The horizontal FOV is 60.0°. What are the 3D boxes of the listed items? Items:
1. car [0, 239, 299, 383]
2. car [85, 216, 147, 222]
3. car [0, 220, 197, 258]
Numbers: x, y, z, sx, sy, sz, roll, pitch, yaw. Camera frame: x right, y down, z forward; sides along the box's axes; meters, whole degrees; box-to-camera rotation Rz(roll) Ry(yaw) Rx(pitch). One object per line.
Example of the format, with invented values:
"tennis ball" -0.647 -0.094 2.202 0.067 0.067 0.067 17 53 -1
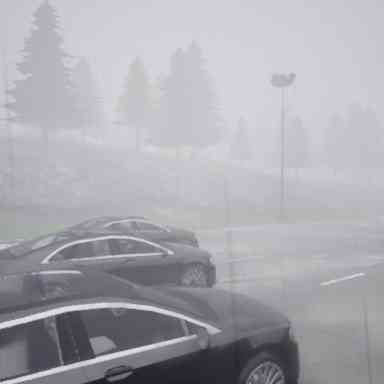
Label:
"car" -1.049 1.499 2.999 4.902 1.511 2.128 1 0 -35
"car" -2.000 1.536 10.918 4.902 1.511 2.128 1 0 -35
"car" -1.676 1.516 6.849 4.902 1.511 2.128 1 0 -35
